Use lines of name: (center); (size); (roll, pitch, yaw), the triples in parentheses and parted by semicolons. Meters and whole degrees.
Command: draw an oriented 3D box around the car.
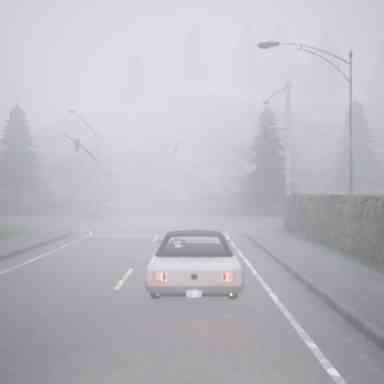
car: (0.061, 1.595, 8.382); (1.895, 1.301, 4.718); (0, 0, 0)
